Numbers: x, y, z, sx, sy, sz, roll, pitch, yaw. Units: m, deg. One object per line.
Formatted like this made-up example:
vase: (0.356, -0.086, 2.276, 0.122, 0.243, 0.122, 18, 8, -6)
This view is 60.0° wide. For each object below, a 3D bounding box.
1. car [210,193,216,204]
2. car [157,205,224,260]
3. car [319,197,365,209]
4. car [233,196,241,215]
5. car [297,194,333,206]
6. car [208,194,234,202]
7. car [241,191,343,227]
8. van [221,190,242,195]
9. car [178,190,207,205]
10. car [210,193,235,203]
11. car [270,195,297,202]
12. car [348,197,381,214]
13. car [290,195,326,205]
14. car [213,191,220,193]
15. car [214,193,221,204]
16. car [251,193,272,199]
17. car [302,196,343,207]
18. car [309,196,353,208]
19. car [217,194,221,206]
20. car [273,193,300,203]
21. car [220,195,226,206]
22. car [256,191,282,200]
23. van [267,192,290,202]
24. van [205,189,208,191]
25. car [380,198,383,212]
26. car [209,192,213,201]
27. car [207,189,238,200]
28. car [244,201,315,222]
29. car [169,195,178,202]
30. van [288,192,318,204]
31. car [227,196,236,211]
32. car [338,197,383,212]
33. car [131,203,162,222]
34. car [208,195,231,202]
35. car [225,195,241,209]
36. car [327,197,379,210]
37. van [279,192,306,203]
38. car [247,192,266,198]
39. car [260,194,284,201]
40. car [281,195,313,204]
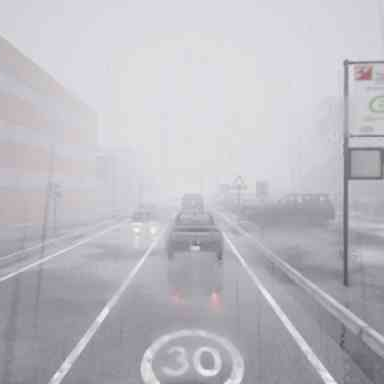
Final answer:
car: (5.765, 1.288, 49.816, 5.366, 1.575, 1.946, 0, 0, -1)
car: (0.097, 1.475, 12.418, 2.128, 1.511, 4.902, 0, 0, 0)
car: (18.658, 1.343, 41.583, 4.792, 1.488, 2.163, 0, 0, -1)
car: (6.243, 1.355, 27.215, 5.008, 1.535, 2.097, 0, 0, -1)
car: (18.546, 1.162, 50.176, 4.553, 1.767, 2.185, 0, 0, -1)
car: (5.721, 1.241, 66.771, 5.008, 1.535, 2.097, 0, 0, -1)
car: (6.294, 1.113, 21.562, 5.566, 2.045, 2.435, 0, 0, -1)
van: (6.179, 1.090, 41.343, 4.442, 1.987, 1.878, 0, 0, -1)
car: (0.040, 1.130, 33.564, 2.150, 2.045, 5.566, 0, 0, 0)
car: (5.795, 1.124, 63.945, 4.553, 1.767, 2.185, 0, 0, -1)
car: (18.328, 1.268, 66.991, 4.792, 1.488, 2.163, 0, 0, -1)
car: (18.736, 1.339, 33.111, 4.892, 1.521, 2.231, 0, 0, -1)
car: (18.483, 1.279, 53.000, 5.008, 1.535, 2.097, 0, 0, -1)
car: (5.944, 1.157, 52.644, 4.553, 1.767, 2.185, 0, 0, -1)
car: (6.173, 1.296, 46.995, 5.366, 1.575, 1.946, 0, 0, -1)
car: (18.049, 0.955, 86.775, 4.892, 1.521, 2.231, 0, 1, -1)
car: (18.547, 1.296, 47.353, 5.008, 1.535, 2.097, 0, 0, -1)
car: (18.594, 1.304, 44.530, 5.008, 1.535, 2.097, 0, 0, -1)
car: (6.022, 1.348, 44.167, 4.674, 1.452, 2.002, 0, 0, -1)
car: (18.300, 1.121, 64.292, 4.553, 1.767, 2.185, 0, 0, -1)
car: (6.070, 1.354, 38.516, 4.792, 1.488, 2.163, 0, 0, -1)
car: (18.122, 0.874, 78.426, 5.566, 2.045, 2.435, 0, 1, -1)
van: (18.142, 1.004, 69.814, 4.442, 1.987, 1.878, 0, 0, -1)
van: (5.730, 0.958, 75.386, 4.442, 1.987, 1.878, 0, 1, -1)
car: (18.825, 1.353, 27.465, 4.892, 1.521, 2.231, 0, 0, -1)
car: (6.061, 1.272, 55.471, 5.366, 1.575, 1.946, 0, 0, -1)
car: (5.867, 1.015, 58.294, 5.566, 2.045, 2.435, 0, 0, -1)
car: (6.283, 1.400, 24.388, 4.674, 1.452, 2.002, 0, 0, -1)
car: (-3.597, 1.294, 66.852, 2.033, 1.411, 5.357, 0, 0, -1)
van: (18.558, 1.046, 55.697, 4.442, 1.987, 1.878, 0, 0, -1)
car: (6.171, 1.381, 32.865, 4.674, 1.452, 2.002, 0, 0, -1)
car: (18.698, 1.330, 35.935, 5.008, 1.535, 2.097, 0, 0, -1)
car: (-3.374, 1.507, 25.522, 1.994, 1.385, 4.181, 0, 0, 0)
car: (5.687, 1.273, 69.596, 4.674, 1.452, 2.002, 0, 0, -1)
car: (6.139, 1.373, 35.691, 4.674, 1.452, 2.002, 0, 0, -1)
car: (18.661, 1.321, 38.758, 5.008, 1.535, 2.097, 0, 0, -1)
van: (18.487, 1.029, 61.347, 4.442, 1.987, 1.878, 0, 0, -1)
car: (17.962, 0.835, 92.545, 5.008, 1.535, 2.097, 0, 1, -1)
car: (18.181, 1.180, 75.597, 5.008, 1.535, 2.097, 0, 1, -1)
car: (18.412, 1.264, 58.522, 4.892, 1.521, 2.231, 0, 0, -1)
